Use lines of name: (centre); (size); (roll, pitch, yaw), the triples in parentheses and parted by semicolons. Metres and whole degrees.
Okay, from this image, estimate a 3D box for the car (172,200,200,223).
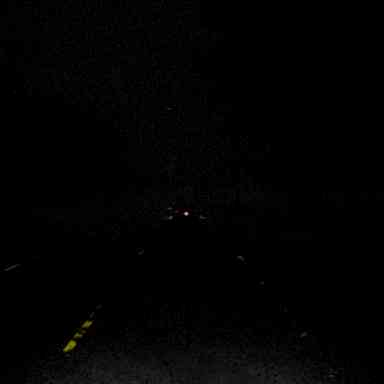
car: (-0.499, 1.513, 25.268); (1.994, 1.385, 4.181); (-1, -1, -3)
